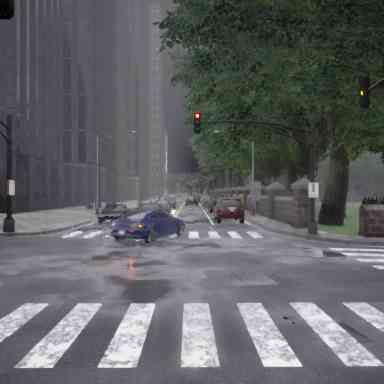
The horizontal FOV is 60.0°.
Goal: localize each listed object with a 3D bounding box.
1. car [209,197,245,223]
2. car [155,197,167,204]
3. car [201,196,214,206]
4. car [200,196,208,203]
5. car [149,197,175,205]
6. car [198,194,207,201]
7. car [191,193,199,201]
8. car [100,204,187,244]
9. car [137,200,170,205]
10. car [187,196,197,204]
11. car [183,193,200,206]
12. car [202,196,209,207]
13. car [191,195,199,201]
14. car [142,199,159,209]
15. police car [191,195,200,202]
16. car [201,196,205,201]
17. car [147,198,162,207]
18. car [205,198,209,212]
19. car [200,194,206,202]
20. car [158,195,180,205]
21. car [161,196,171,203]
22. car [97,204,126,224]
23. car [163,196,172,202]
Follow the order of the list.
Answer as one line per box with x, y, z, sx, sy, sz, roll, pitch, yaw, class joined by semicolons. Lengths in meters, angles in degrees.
2.730;1.326;25.125;2.192;1.841;5.009;0;0;0;car
-5.846;1.635;63.303;1.802;1.307;4.206;0;0;0;car
2.687;1.487;57.863;1.967;1.590;4.097;0;0;0;car
2.664;1.592;74.403;1.752;1.417;4.829;0;0;0;car
-3.132;1.547;35.261;1.812;1.442;4.674;0;0;0;car
2.650;1.399;85.146;2.192;1.841;5.009;0;0;0;car
0.779;1.320;91.808;2.150;2.045;5.566;0;0;0;car
-2.005;1.535;15.947;1.812;1.442;4.674;1;0;25;car
-3.134;1.559;25.623;2.033;1.411;5.357;0;0;0;car
-0.086;1.533;65.242;1.882;1.535;5.008;0;0;0;car
-0.021;1.396;55.188;2.097;1.767;4.553;0;0;0;car
2.708;1.579;41.493;2.008;1.369;4.403;0;0;0;car
0.786;1.591;85.778;1.837;1.490;4.892;0;0;0;car
-5.824;1.616;46.932;1.802;1.307;4.206;0;0;0;car
0.800;1.495;75.888;1.930;1.638;5.238;0;0;0;police car
2.701;1.585;46.950;2.008;1.369;4.403;0;0;0;car
-5.831;1.622;52.389;1.802;1.307;4.206;0;0;0;car
2.716;1.588;36.037;1.947;1.339;4.313;0;0;0;car
2.694;1.481;52.407;1.967;1.590;4.097;0;0;0;car
-3.150;1.523;45.527;2.128;1.511;4.902;0;0;0;car
-5.861;1.611;74.217;1.887;1.381;4.507;0;0;0;car
-5.795;1.576;25.104;1.947;1.339;4.313;0;0;0;car
-5.868;1.620;79.674;1.887;1.381;4.507;0;0;0;car
